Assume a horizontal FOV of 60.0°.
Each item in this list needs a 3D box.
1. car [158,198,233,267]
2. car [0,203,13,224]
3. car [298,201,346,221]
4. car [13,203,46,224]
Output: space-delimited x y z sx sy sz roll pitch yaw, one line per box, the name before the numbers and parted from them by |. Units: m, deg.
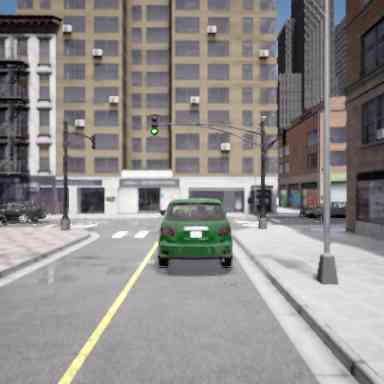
car | 0.058 1.210 11.445 2.150 2.045 5.566 0 0 -1
car | -15.214 1.637 21.956 5.357 1.411 2.033 0 0 3
car | 11.034 1.416 25.459 5.357 1.411 2.033 -1 0 -1
car | -13.532 1.589 24.950 4.892 1.490 1.837 0 -1 2
